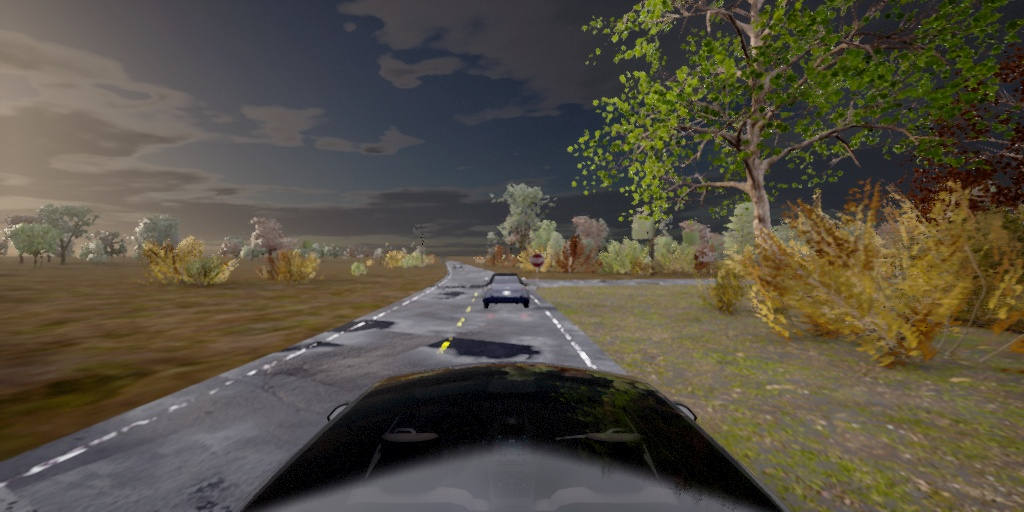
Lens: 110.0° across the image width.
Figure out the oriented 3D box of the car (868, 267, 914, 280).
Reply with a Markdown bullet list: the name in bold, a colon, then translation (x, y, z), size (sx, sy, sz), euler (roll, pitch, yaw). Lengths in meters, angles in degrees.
- **car**: translation (36.624, 1.675, 34.583), size (4.181, 1.385, 1.994), euler (0, -1, -9)

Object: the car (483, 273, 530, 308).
- **car**: translation (-0.298, 1.448, 16.221), size (1.994, 1.385, 4.181), euler (0, 0, -3)
